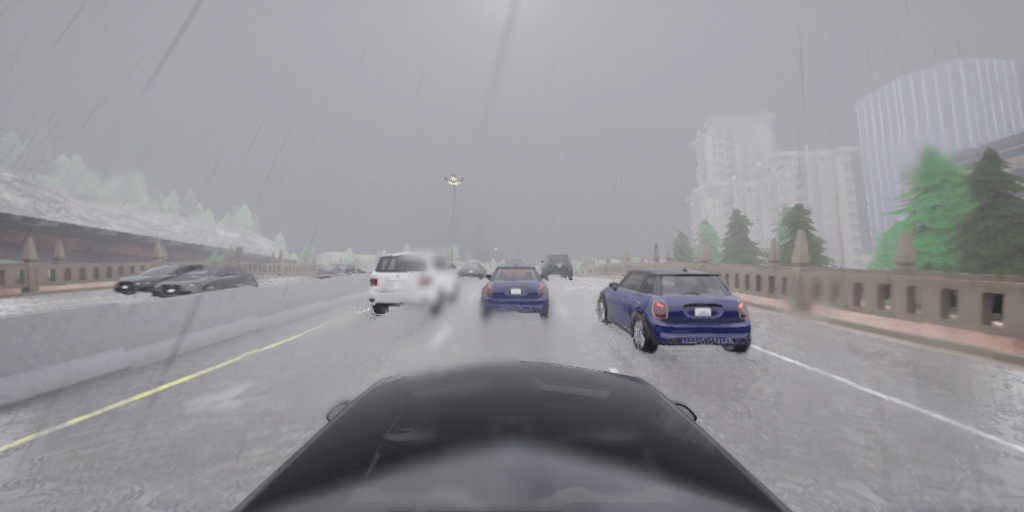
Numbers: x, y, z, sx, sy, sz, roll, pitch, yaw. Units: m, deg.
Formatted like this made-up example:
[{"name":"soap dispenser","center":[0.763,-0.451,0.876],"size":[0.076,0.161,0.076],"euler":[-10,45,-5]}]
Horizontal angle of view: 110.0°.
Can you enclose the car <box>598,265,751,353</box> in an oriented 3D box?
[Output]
[{"name":"car","center":[3.614,1.068,8.900],"size":[2.097,1.767,4.553],"euler":[0,0,0]}]

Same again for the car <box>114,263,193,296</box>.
[{"name":"car","center":[-17.553,1.157,18.698],"size":[1.837,1.490,4.892],"euler":[0,0,0]}]

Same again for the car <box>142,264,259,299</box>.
[{"name":"car","center":[-14.062,1.229,16.776],"size":[1.994,1.385,4.181],"euler":[0,0,0]}]

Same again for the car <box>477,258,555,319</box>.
[{"name":"car","center":[0.122,1.048,12.607],"size":[2.097,1.767,4.553],"euler":[0,0,0]}]

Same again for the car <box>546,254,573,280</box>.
[{"name":"car","center":[3.660,0.914,29.717],"size":[2.150,2.045,5.566],"euler":[0,-1,0]}]

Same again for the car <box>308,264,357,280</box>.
[{"name":"car","center":[-10.536,1.204,21.844],"size":[1.994,1.385,4.181],"euler":[0,0,0]}]

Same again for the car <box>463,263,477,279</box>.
[{"name":"car","center":[-3.337,1.286,31.249],"size":[1.994,1.385,4.181],"euler":[0,-1,0]}]

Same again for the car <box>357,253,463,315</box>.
[{"name":"car","center":[-3.376,0.912,13.287],"size":[2.150,2.045,5.566],"euler":[0,0,0]}]
